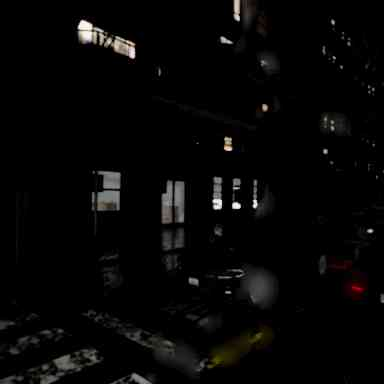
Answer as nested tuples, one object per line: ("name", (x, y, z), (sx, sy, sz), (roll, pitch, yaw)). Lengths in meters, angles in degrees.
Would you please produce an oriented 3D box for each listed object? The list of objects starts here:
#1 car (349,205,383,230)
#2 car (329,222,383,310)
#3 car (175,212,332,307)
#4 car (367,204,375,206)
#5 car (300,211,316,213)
("car", (9.416, 1.584, 16.487), (1.994, 1.385, 4.181), (0, 0, 43))
("car", (4.702, 1.534, 6.911), (1.812, 1.442, 4.674), (0, 0, 43))
("car", (1.760, 1.486, 8.335), (1.882, 1.535, 5.008), (0, 0, 44))
("car", (12.727, 1.553, 23.806), (1.752, 1.417, 4.829), (1, 1, 43))
("car", (5.274, 1.600, 15.836), (1.802, 1.307, 4.206), (1, 1, 43))
